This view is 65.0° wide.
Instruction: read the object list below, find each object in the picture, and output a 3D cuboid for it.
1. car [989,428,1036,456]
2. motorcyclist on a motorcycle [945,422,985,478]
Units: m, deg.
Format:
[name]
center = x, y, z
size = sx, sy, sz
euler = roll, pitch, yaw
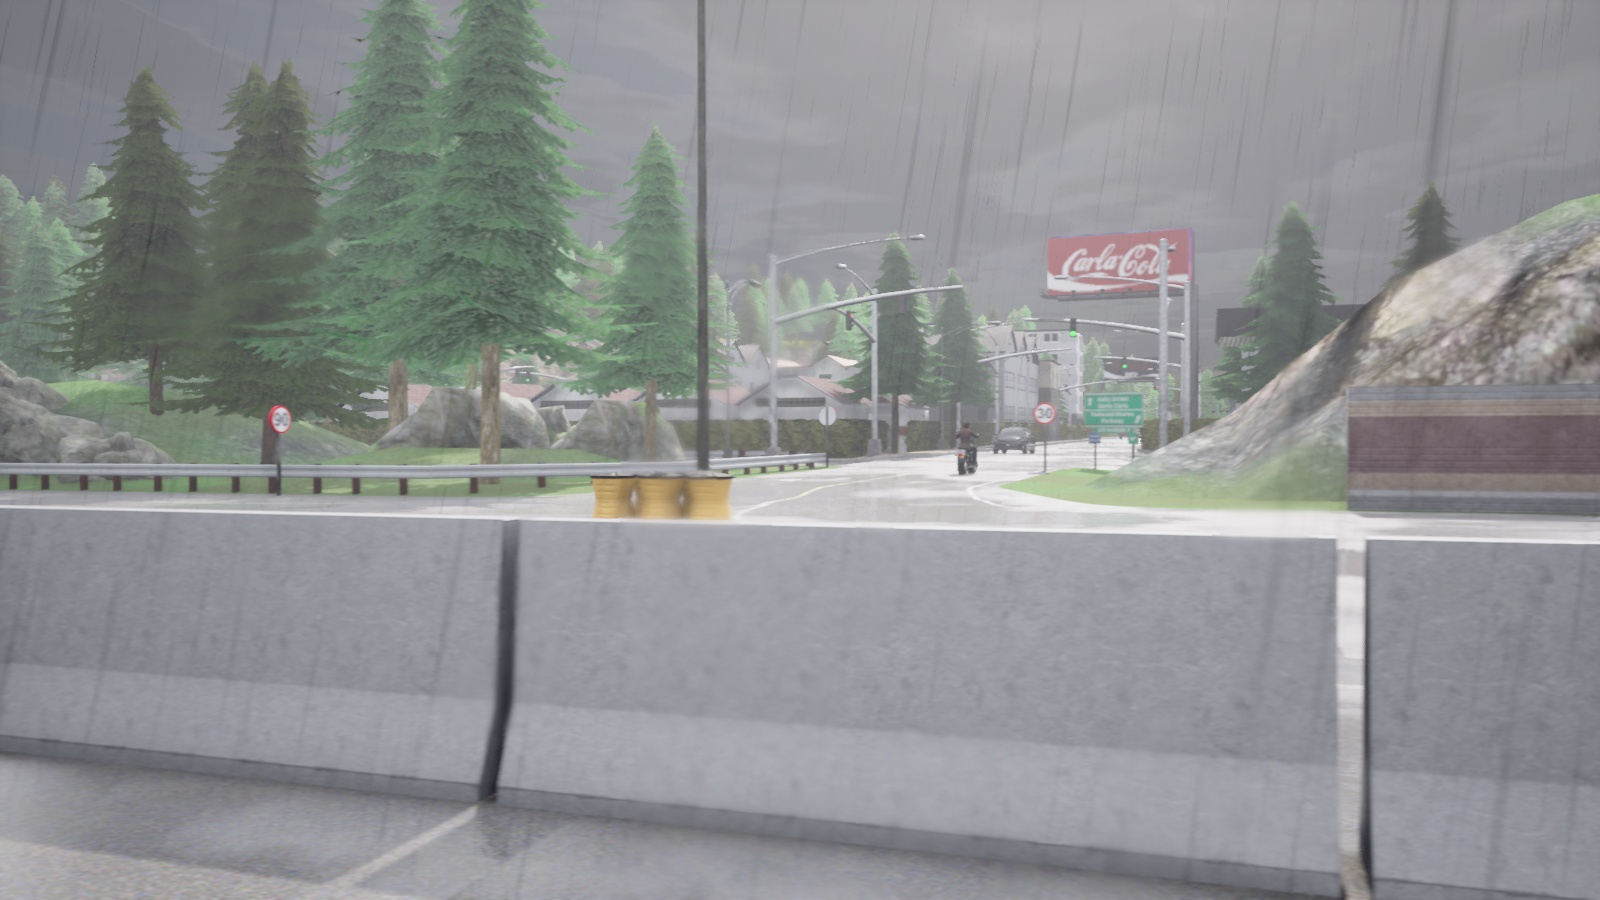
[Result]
[car]
center = 11.991, -0.435, 70.550
size = 1.837, 1.490, 4.892
euler = 2, 1, 19
[motorcyclist on a motorcycle]
center = 5.079, -0.018, 38.595
size = 0.766, 1.649, 2.350
euler = 1, 1, 18
